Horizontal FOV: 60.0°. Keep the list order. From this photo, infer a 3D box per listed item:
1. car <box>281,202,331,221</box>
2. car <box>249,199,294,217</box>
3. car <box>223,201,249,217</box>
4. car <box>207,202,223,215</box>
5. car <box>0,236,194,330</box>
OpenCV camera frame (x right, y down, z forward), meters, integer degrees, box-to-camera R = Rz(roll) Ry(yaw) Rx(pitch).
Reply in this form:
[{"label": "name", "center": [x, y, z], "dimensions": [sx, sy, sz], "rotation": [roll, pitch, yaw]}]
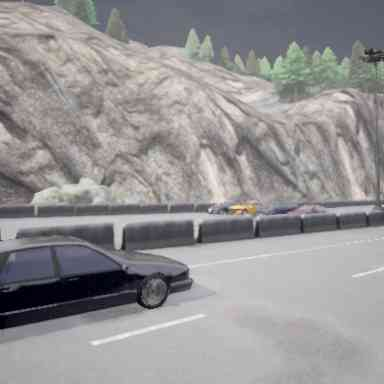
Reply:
[{"label": "car", "center": [9.989, 1.819, 28.183], "dimensions": [4.674, 1.442, 1.812], "rotation": [1, 0, -35]}, {"label": "car", "center": [7.983, 1.526, 31.052], "dimensions": [4.553, 1.767, 2.097], "rotation": [1, 0, -35]}, {"label": "car", "center": [5.926, 1.649, 33.883], "dimensions": [5.008, 1.535, 1.882], "rotation": [1, 0, -35]}, {"label": "car", "center": [3.892, 1.783, 36.732], "dimensions": [4.902, 1.511, 2.128], "rotation": [1, 0, -35]}, {"label": "car", "center": [-2.586, 1.562, 6.200], "dimensions": [5.357, 1.411, 2.033], "rotation": [1, 0, -35]}]
